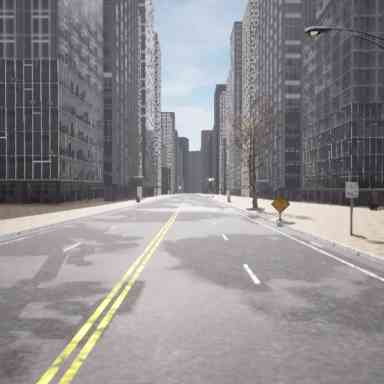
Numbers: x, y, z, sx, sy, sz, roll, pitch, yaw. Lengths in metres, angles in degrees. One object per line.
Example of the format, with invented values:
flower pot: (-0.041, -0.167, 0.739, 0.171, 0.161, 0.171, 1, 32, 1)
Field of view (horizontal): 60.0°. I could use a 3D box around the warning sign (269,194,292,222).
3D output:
warning sign: (6.115, 1.106, 23.010, 1.300, 1.860, 1.060, 1, 1, 0)
